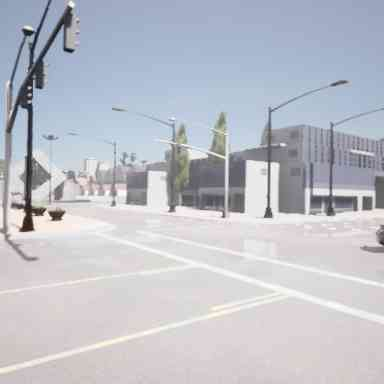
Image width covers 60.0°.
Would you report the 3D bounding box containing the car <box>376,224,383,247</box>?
[{"bbox_3d":[10.101,1.783,13.246,4.892,1.490,1.837,1,3,14],"label":"car"}]
